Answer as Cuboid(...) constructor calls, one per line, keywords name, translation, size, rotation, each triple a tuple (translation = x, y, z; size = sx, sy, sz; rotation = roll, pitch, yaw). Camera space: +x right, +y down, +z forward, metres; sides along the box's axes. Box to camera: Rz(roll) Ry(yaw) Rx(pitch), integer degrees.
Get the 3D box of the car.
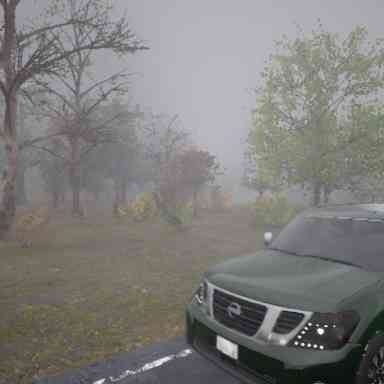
Cuboid(name="car", translation=(2.568, 1.221, 5.031), size=(5.566, 2.045, 2.150), rotation=(0, 0, -37))
